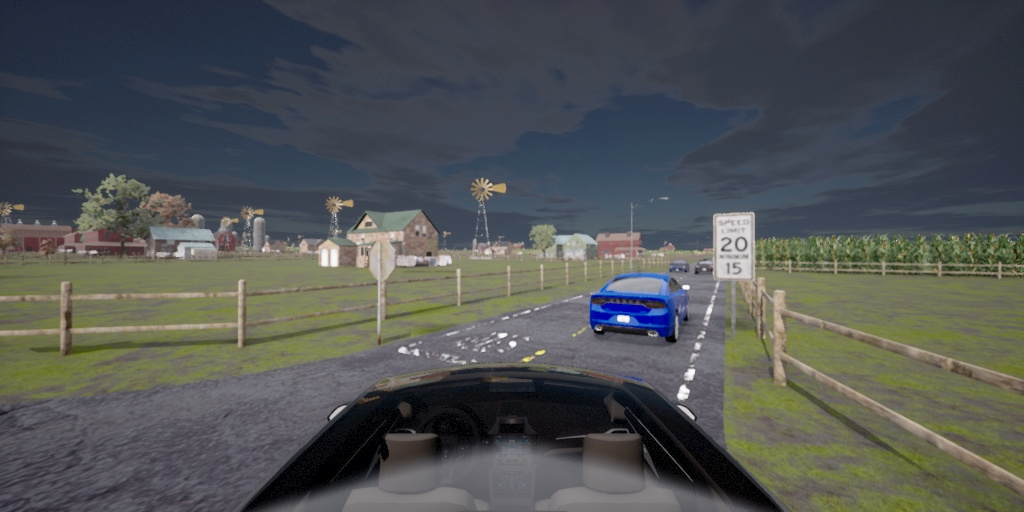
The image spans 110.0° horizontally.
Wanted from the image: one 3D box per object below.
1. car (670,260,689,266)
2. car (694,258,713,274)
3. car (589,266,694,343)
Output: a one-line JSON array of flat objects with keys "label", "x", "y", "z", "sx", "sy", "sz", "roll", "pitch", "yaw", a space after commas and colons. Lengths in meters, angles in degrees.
[{"label": "car", "x": 19.413, "y": 1.127, "z": 41.460, "sx": 2.033, "sy": 1.411, "sz": 5.357, "roll": 0, "pitch": 0, "yaw": 31}, {"label": "car", "x": 19.792, "y": 1.118, "z": 36.640, "sx": 1.812, "sy": 1.442, "sz": 4.674, "roll": 0, "pitch": 0, "yaw": 31}, {"label": "car", "x": 3.675, "y": 1.194, "z": 9.853, "sx": 1.882, "sy": 1.535, "sz": 5.008, "roll": 0, "pitch": 0, "yaw": 31}]
